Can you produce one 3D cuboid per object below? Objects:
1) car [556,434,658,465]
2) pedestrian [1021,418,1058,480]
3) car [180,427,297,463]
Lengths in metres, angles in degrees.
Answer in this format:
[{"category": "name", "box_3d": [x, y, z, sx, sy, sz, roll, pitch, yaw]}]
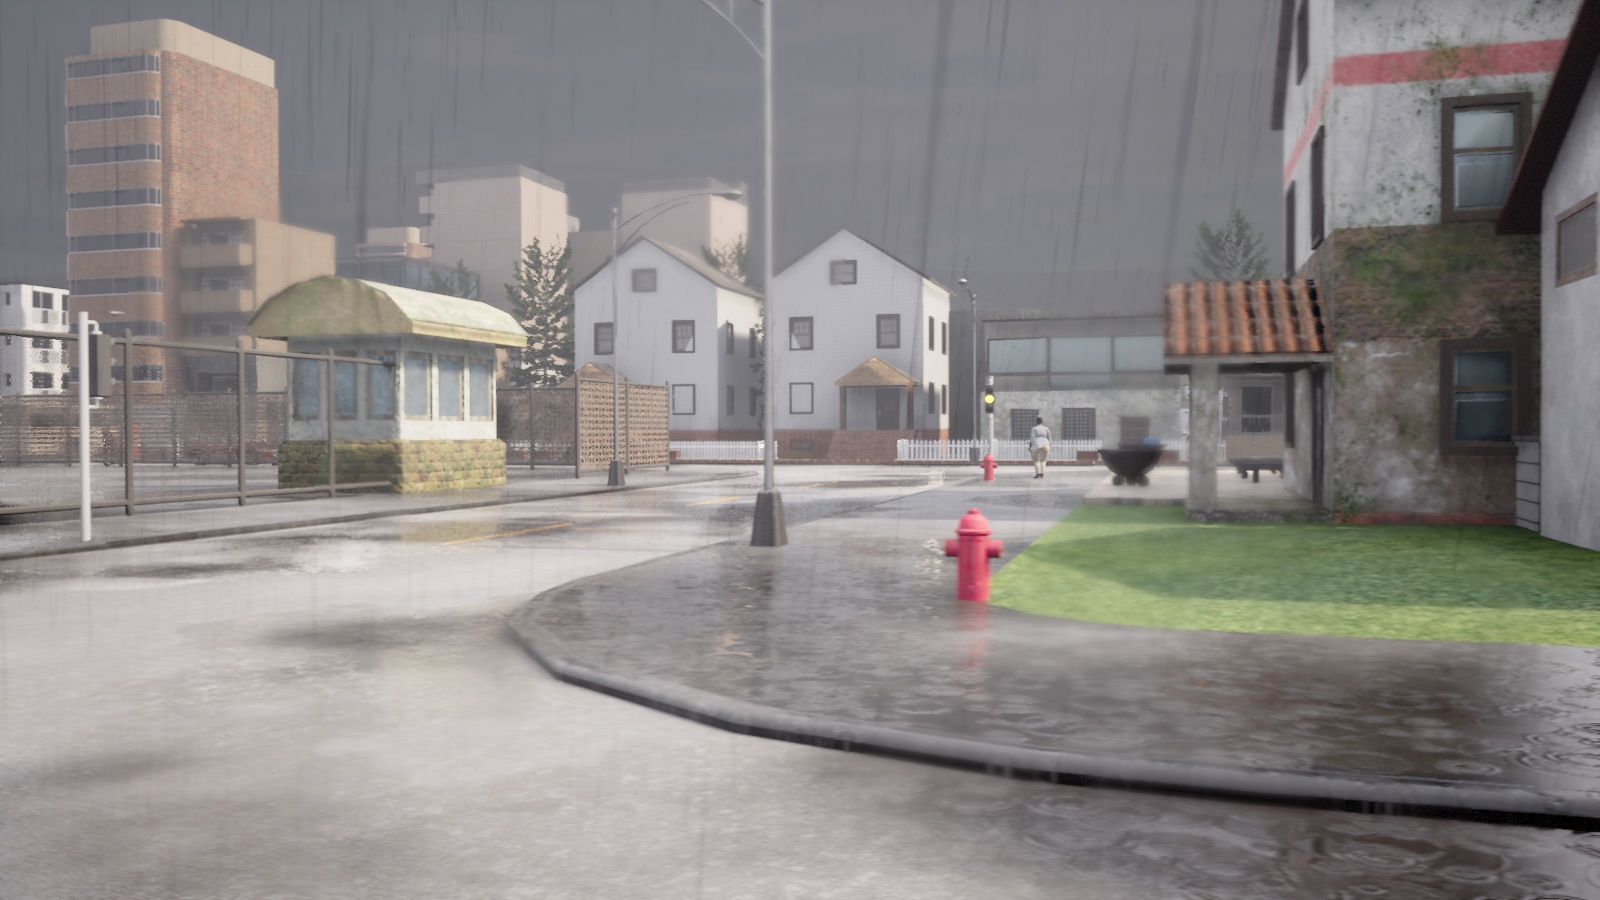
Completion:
[{"category": "car", "box_3d": [-8.879, -0.045, 57.750, 4.181, 1.385, 1.994, 0, 1, 17]}, {"category": "pedestrian", "box_3d": [7.195, -0.029, 37.770, 0.874, 1.855, 0.900, 0, 1, -5]}, {"category": "car", "box_3d": [-26.258, -0.263, 58.771, 4.856, 1.649, 2.033, 1, 1, 18]}]
